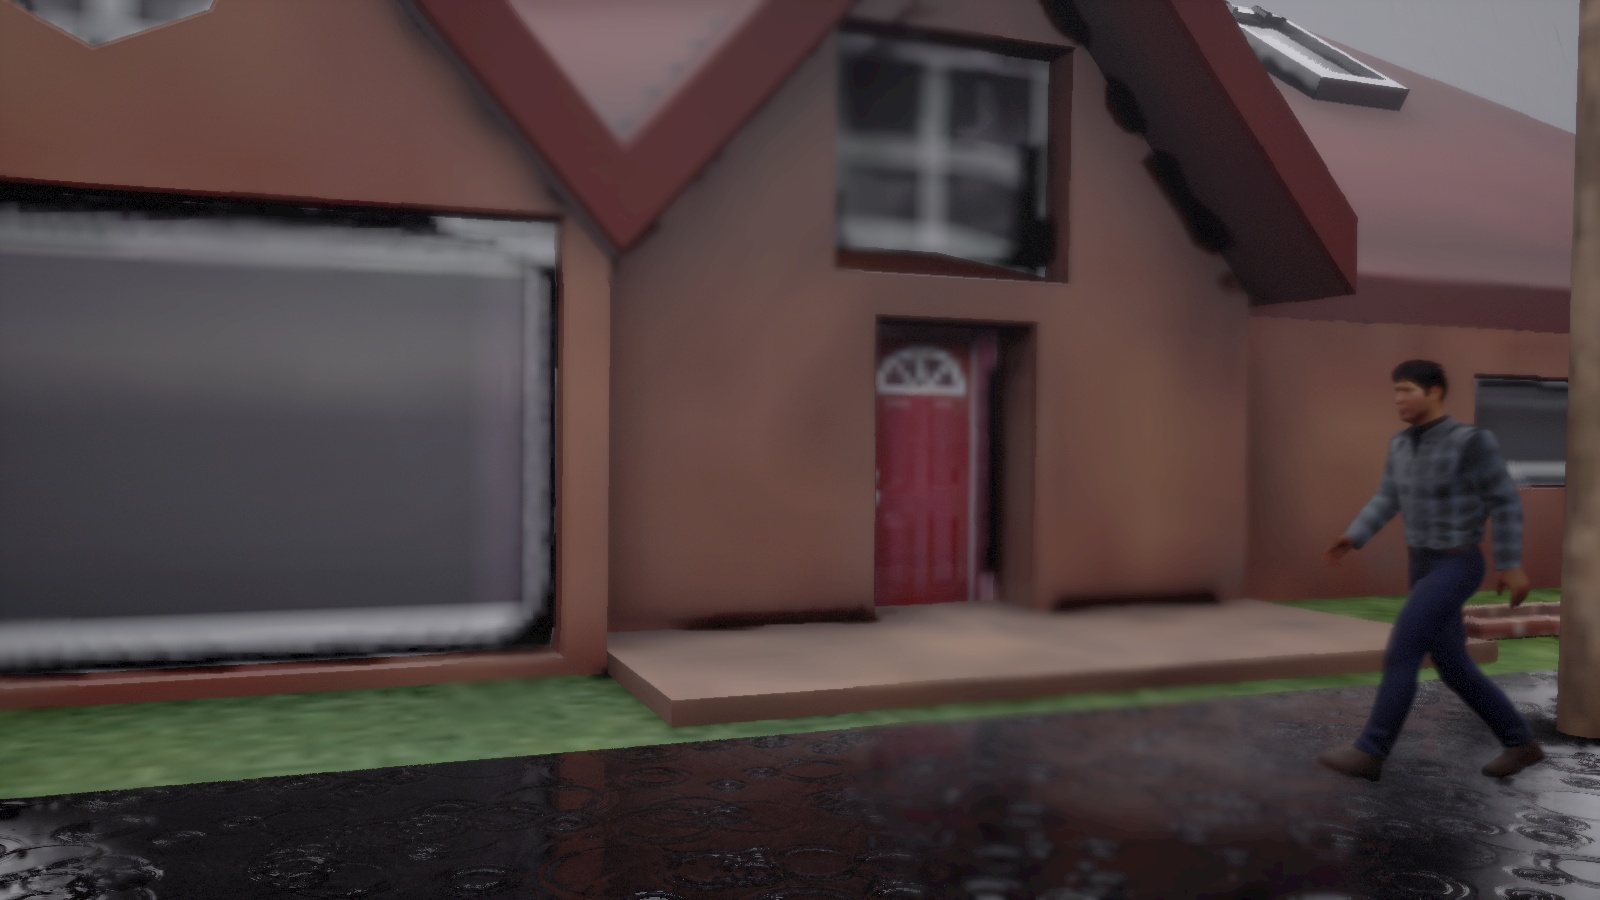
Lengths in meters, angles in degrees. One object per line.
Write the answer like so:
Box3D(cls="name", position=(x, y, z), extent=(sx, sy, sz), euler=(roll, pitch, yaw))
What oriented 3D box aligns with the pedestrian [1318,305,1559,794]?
Box3D(cls="pedestrian", position=(2.651, 0.394, 5.248), extent=(0.788, 1.949, 0.423), euler=(-1, 1, -4))
